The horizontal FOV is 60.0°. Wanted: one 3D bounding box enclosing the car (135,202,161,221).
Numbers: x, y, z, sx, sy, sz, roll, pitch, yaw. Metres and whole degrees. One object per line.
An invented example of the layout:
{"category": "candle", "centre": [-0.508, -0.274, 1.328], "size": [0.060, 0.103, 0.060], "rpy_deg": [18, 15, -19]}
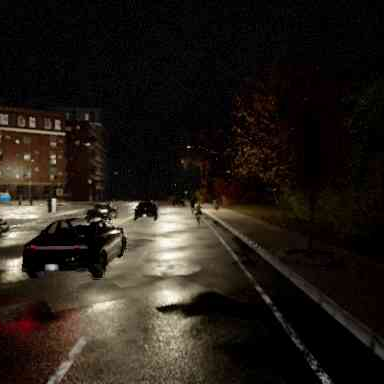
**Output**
{"category": "car", "centre": [-3.797, 1.582, 28.352], "size": [1.837, 1.490, 4.892], "rpy_deg": [0, 0, -2]}

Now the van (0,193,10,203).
{"category": "van", "centre": [-33.499, 1.068, 57.270], "size": [3.998, 1.788, 1.690], "rpy_deg": [1, -1, -34]}

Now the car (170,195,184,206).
{"category": "car", "centre": [-2.371, 1.618, 57.216], "size": [1.882, 1.535, 5.008], "rpy_deg": [0, 0, -5]}

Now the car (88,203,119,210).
{"category": "car", "centre": [-7.181, 1.625, 27.072], "size": [2.033, 1.411, 5.357], "rpy_deg": [0, 0, -2]}

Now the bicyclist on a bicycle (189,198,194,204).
{"category": "bicyclist on a bicycle", "centre": [0.049, 1.456, 32.856], "size": [0.659, 1.776, 1.843], "rpy_deg": [0, 0, -3]}

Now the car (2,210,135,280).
{"category": "car", "centre": [-3.260, 1.520, 10.074], "size": [2.128, 1.511, 4.902], "rpy_deg": [0, 0, -1]}

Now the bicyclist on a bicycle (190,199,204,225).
{"category": "bicyclist on a bicycle", "centre": [0.470, 1.498, 23.542], "size": [0.866, 1.612, 1.509], "rpy_deg": [0, 0, -2]}

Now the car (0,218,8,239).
{"category": "car", "centre": [-10.025, 1.593, 14.426], "size": [2.033, 1.411, 5.357], "rpy_deg": [0, 0, -1]}
